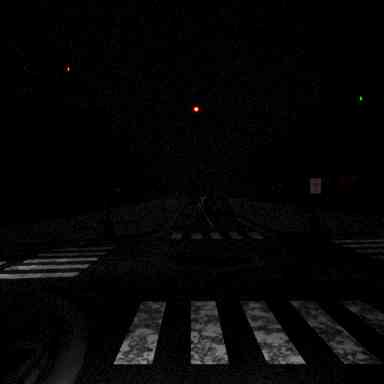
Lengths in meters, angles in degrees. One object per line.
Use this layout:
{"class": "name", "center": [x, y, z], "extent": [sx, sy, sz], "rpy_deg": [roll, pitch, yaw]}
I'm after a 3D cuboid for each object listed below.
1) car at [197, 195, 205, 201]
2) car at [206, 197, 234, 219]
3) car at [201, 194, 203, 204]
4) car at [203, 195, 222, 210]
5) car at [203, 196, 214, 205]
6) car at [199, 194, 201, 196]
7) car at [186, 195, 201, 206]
{"class": "car", "center": [2.498, 1.702, 94.564], "extent": [1.967, 1.590, 4.097], "rpy_deg": [-1, 0, 0]}
{"class": "car", "center": [2.589, 1.470, 29.736], "extent": [1.967, 1.590, 4.097], "rpy_deg": [-1, 0, 0]}
{"class": "car", "center": [2.572, 1.369, 40.541], "extent": [2.192, 1.841, 5.009], "rpy_deg": [-1, 0, 0]}
{"class": "car", "center": [2.580, 1.356, 35.138], "extent": [2.192, 1.841, 5.009], "rpy_deg": [-1, 0, 0]}
{"class": "car", "center": [2.941, 1.575, 61.126], "extent": [1.801, 1.575, 5.366], "rpy_deg": [0, 0, 0]}
{"class": "car", "center": [2.895, 1.498, 67.907], "extent": [2.097, 1.767, 4.553], "rpy_deg": [0, 0, 0]}
{"class": "car", "center": [-0.016, 1.664, 55.967], "extent": [1.994, 1.385, 4.181], "rpy_deg": [0, 0, 0]}
